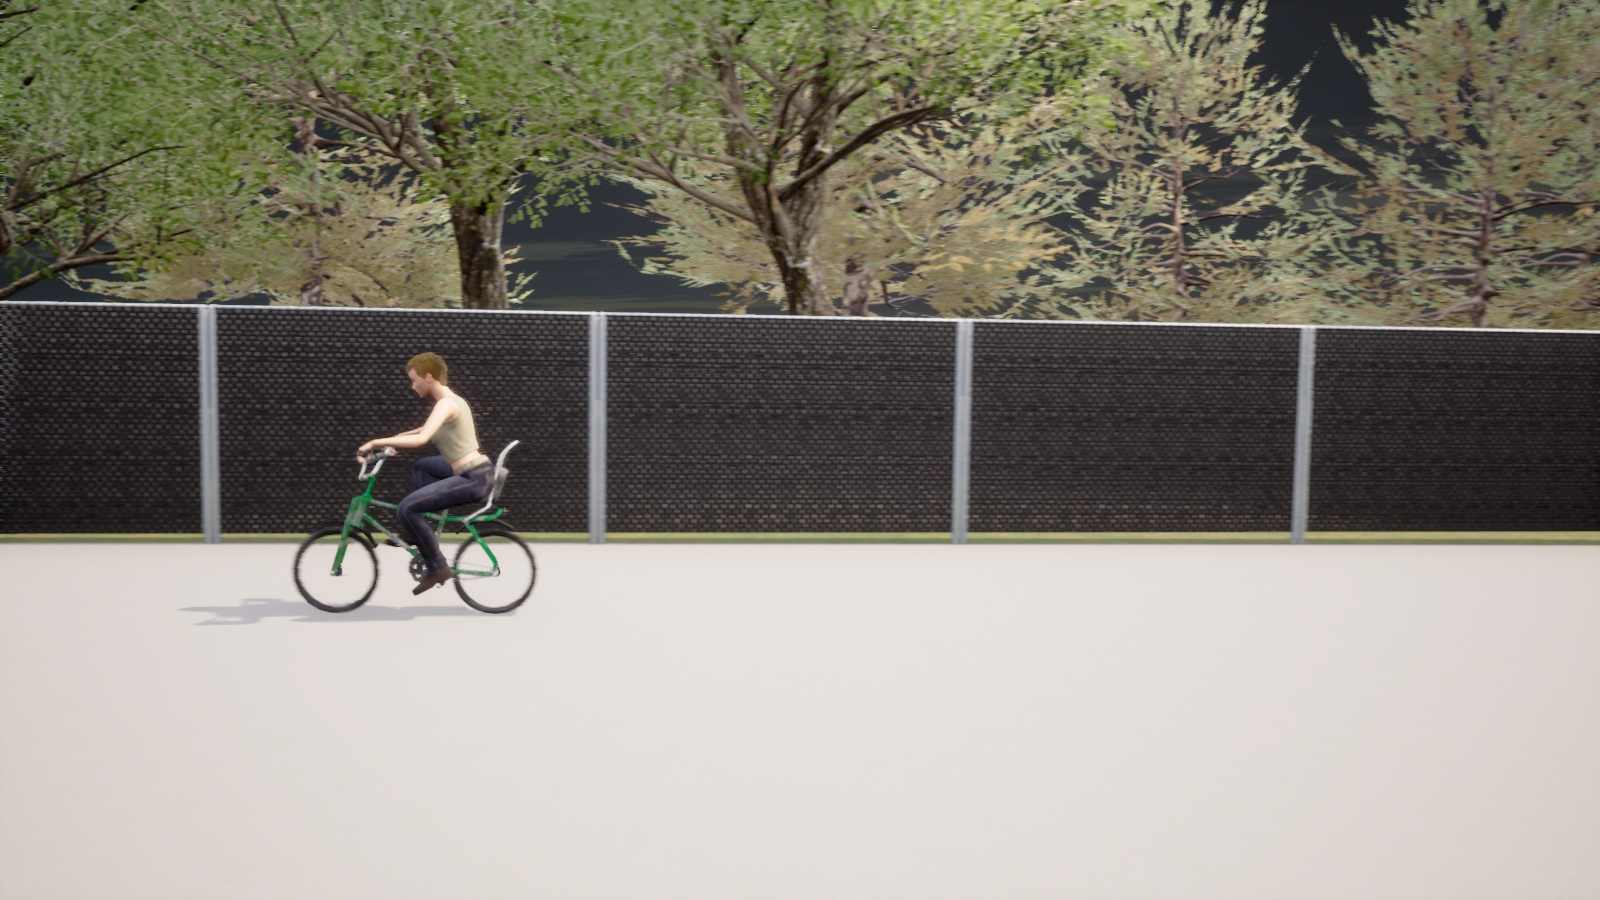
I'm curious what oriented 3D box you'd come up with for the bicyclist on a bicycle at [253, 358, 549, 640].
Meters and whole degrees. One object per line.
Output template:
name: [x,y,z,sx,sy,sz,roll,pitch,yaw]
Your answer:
bicyclist on a bicycle: [-2.368,0.253,7.653,1.509,1.612,0.866,0,4,-3]
